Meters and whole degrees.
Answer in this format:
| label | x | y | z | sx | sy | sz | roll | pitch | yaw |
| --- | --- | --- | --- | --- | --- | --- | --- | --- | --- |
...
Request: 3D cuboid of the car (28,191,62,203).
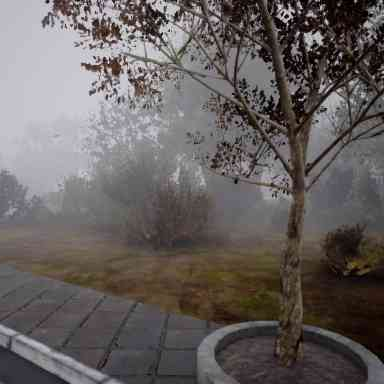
| label | x | y | z | sx | sy | sz | roll | pitch | yaw |
| --- | --- | --- | --- | --- | --- | --- | --- | --- | --- |
| car | -18.325 | 0.943 | 41.817 | 2.150 | 2.045 | 5.566 | 1 | 0 | 32 |
